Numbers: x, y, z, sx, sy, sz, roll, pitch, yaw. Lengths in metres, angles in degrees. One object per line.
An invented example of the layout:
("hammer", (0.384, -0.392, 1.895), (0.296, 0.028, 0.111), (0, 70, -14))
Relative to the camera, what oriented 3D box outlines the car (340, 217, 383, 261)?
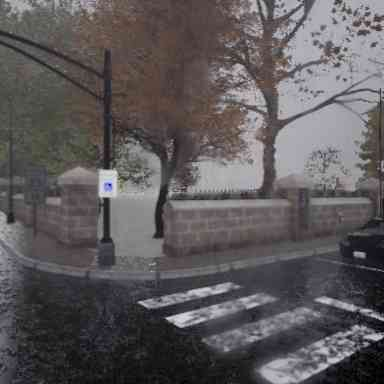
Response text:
("car", (6.934, 1.554, 11.504), (4.313, 1.339, 1.947), (0, 0, -36))
